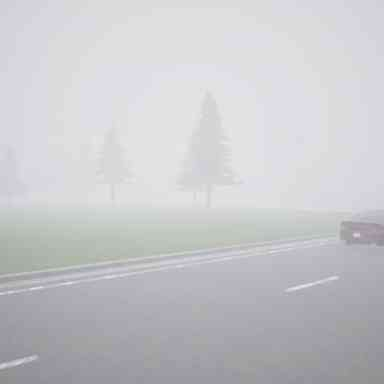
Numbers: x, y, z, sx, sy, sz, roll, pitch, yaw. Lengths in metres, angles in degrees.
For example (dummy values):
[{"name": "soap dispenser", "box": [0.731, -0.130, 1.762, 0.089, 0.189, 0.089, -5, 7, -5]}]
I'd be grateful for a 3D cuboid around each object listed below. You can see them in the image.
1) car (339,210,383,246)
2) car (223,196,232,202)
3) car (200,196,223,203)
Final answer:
[{"name": "car", "box": [8.269, 1.483, 14.066, 5.008, 1.535, 1.882, 0, 0, -35]}, {"name": "car", "box": [6.659, 1.587, 72.508, 1.895, 1.301, 4.718, 0, 0, -36]}, {"name": "car", "box": [3.821, 1.587, 70.459, 1.895, 1.301, 4.718, 0, 0, -36]}]
